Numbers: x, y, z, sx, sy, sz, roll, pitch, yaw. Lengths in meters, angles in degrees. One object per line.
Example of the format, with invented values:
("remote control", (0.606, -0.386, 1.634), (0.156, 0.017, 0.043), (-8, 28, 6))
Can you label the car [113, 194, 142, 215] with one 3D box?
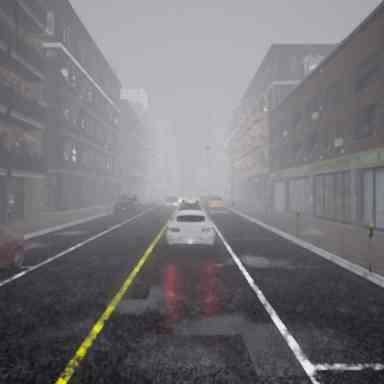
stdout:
("car", (-5.879, 1.119, 30.906), (2.192, 1.841, 5.009), (0, 0, 0))

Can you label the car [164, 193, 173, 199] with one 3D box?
("car", (-6.226, 0.990, 87.268), (2.008, 1.369, 4.403), (0, 0, 0))

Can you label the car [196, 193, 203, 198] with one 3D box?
("car", (2.120, 0.967, 92.951), (1.947, 1.339, 4.313), (0, 0, 0))

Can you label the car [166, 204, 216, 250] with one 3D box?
("car", (-0.036, 1.439, 13.655), (1.812, 1.442, 4.674), (0, 1, 0))

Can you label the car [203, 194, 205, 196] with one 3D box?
("car", (2.851, 1.178, 46.953), (1.882, 1.535, 5.008), (0, 0, 0))

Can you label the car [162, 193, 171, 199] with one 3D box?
("car", (-6.191, 1.027, 81.631), (2.008, 1.369, 4.403), (0, 0, 0))

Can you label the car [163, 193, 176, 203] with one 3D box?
("car", (-3.415, 1.196, 57.569), (1.994, 1.385, 4.181), (0, 0, 0))

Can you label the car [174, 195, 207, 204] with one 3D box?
("car", (-0.130, 1.315, 27.976), (2.128, 1.511, 4.902), (0, 0, 0))

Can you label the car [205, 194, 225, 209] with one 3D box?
("car", (2.902, 1.202, 40.144), (1.801, 1.575, 5.366), (0, 0, 0))

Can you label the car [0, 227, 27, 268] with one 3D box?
("car", (-5.742, 1.529, 8.363), (1.802, 1.307, 4.206), (0, 0, 0))

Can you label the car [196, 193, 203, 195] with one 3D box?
("car", (2.293, 1.137, 64.771), (2.008, 1.369, 4.403), (0, 0, 0))

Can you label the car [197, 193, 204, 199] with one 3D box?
("car", (2.154, 0.963, 87.484), (1.752, 1.417, 4.829), (0, 0, 0))
